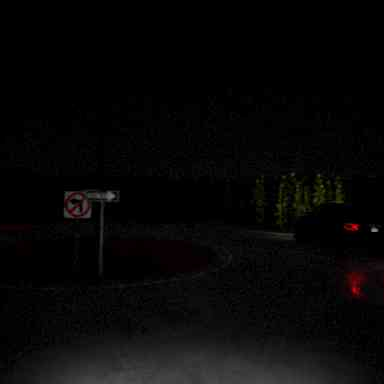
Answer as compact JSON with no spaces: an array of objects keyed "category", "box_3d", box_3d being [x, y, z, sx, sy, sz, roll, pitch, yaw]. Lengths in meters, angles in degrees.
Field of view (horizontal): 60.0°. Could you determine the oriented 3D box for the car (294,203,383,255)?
[{"category":"car","box_3d":[6.609,1.527,15.005,2.150,2.045,5.566,3,-1,-3]}]
